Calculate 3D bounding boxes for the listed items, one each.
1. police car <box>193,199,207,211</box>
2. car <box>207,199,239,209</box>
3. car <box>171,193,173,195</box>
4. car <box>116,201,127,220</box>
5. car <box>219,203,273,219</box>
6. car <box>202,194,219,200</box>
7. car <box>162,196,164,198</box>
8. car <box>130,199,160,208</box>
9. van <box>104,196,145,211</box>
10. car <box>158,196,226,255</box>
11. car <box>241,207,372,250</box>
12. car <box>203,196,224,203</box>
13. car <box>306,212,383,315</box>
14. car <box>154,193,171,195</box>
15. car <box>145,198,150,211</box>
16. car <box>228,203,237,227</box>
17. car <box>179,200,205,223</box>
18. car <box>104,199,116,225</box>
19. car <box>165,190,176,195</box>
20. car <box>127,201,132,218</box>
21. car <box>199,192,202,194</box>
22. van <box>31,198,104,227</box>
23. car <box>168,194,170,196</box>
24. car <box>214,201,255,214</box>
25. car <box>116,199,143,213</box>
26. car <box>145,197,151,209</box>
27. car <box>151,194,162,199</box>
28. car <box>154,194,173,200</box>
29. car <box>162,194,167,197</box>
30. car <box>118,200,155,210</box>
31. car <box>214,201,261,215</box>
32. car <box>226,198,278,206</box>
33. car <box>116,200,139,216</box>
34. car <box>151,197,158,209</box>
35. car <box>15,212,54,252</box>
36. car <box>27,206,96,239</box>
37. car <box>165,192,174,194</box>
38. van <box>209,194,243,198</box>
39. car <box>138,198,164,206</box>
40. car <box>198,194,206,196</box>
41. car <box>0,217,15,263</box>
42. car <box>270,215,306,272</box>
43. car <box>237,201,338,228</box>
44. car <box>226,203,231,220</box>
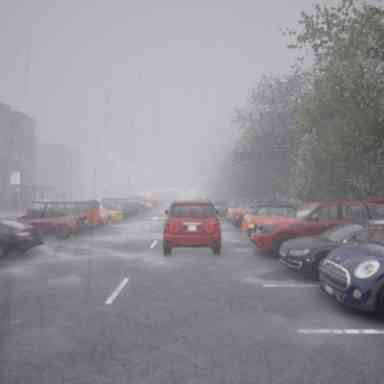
[{"bbox_3d":[1.068,1.831,49.067,1.930,1.638,5.238,0,0,0],"label":"police car"},{"bbox_3d":[5.054,1.923,54.344,5.008,1.535,2.097,0,0,0],"label":"car"},{"bbox_3d":[-8.039,1.665,84.846,4.792,1.488,2.163,0,1,0],"label":"car"},{"bbox_3d":[-8.216,1.712,26.351,5.366,1.575,1.946,0,0,0],"label":"car"},{"bbox_3d":[5.080,1.789,31.944,4.792,1.488,2.163,0,0,0],"label":"car"},{"bbox_3d":[5.102,1.387,93.261,4.792,1.488,2.163,0,2,0],"label":"car"},{"bbox_3d":[-8.024,1.945,59.757,5.008,1.535,2.097,0,0,0],"label":"car"},{"bbox_3d":[-8.049,1.967,56.969,4.792,1.488,2.163,0,0,0],"label":"car"},{"bbox_3d":[-7.910,1.575,37.486,4.442,1.987,1.878,0,0,0],"label":"van"},{"bbox_3d":[0.006,1.347,14.038,2.150,2.045,5.566,0,0,0],"label":"car"},{"bbox_3d":[5.050,1.621,15.233,5.008,1.535,2.097,0,-1,0],"label":"car"},{"bbox_3d":[5.063,1.761,79.442,5.008,1.535,2.097,0,1,0],"label":"car"},{"bbox_3d":[5.073,1.420,6.878,4.553,1.767,2.185,0,-1,0],"label":"car"},{"bbox_3d":[-8.043,1.638,79.262,4.553,1.767,2.185,0,1,0],"label":"car"},{"bbox_3d":[-8.019,1.823,40.268,4.892,1.521,2.231,0,0,0],"label":"car"},{"bbox_3d":[5.042,1.669,20.803,5.008,1.535,2.097,0,0,0],"label":"car"},{"bbox_3d":[0.012,1.607,29.105,2.097,1.767,4.553,0,-1,0],"label":"car"},{"bbox_3d":[-8.063,1.566,23.569,4.553,1.767,2.185,0,0,0],"label":"car"},{"bbox_3d":[-7.979,1.210,90.403,5.566,2.045,2.435,0,2,0],"label":"car"},{"bbox_3d":[-8.027,1.777,29.134,4.674,1.452,2.002,0,0,0],"label":"car"},{"bbox_3d":[5.258,1.456,90.470,5.366,1.575,1.946,0,2,0],"label":"car"},{"bbox_3d":[-8.150,1.444,20.850,4.442,1.987,1.878,0,0,0],"label":"van"},{"bbox_3d":[-8.042,1.845,76.478,4.792,1.488,2.163,0,1,0],"label":"car"},{"bbox_3d":[5.057,1.863,40.296,4.674,1.452,2.002,0,0,0],"label":"car"},{"bbox_3d":[-8.022,1.780,34.701,5.008,1.535,2.097,0,0,0],"label":"car"},{"bbox_3d":[-8.056,1.717,43.177,4.553,1.767,2.185,0,0,0],"label":"car"},{"bbox_3d":[-7.993,1.651,51.403,5.566,2.045,2.435,0,0,0],"label":"car"},{"bbox_3d":[-8.012,1.360,93.203,5.008,1.535,2.097,0,2,0],"label":"car"},{"bbox_3d":[-7.984,1.793,68.122,4.553,1.767,2.185,0,0,0],"label":"car"},{"bbox_3d":[-8.028,1.882,48.618,5.008,1.535,2.097,0,0,0],"label":"car"},{"bbox_3d":[5.059,1.801,37.512,5.008,1.535,2.097,0,0,0],"label":"car"},{"bbox_3d":[5.018,1.589,26.373,4.553,1.767,2.185,0,0,0],"label":"car"},{"bbox_3d":[-8.034,1.759,31.918,5.008,1.535,2.097,0,0,0],"label":"car"},{"bbox_3d":[-7.838,1.859,45.834,5.366,1.575,1.946,0,0,0],"label":"car"},{"bbox_3d":[-8.033,1.636,12.435,4.674,1.452,2.002,0,-1,0],"label":"car"},{"bbox_3d":[-8.063,1.675,18.001,4.792,1.488,2.163,0,-1,0],"label":"car"},{"bbox_3d":[-8.015,1.555,87.623,4.892,1.521,2.231,0,2,0],"label":"car"},{"bbox_3d":[4.940,1.637,45.868,4.442,1.987,1.878,0,0,0],"label":"van"},{"bbox_3d":[-8.014,1.976,65.335,4.674,1.452,2.002,0,0,0],"label":"car"},{"bbox_3d":[1.073,1.807,64.921,2.097,1.767,4.553,0,0,0],"label":"car"},{"bbox_3d":[-8.068,1.446,9.654,4.553,1.767,2.185,0,-1,0],"label":"car"},{"bbox_3d":[5.049,1.573,9.663,4.892,1.521,2.231,0,-1,0],"label":"car"},{"bbox_3d":[5.014,1.520,18.019,4.553,1.767,2.185,0,-1,0],"label":"car"},{"bbox_3d":[5.051,1.732,23.587,4.674,1.452,2.002,0,0,0],"label":"car"}]
